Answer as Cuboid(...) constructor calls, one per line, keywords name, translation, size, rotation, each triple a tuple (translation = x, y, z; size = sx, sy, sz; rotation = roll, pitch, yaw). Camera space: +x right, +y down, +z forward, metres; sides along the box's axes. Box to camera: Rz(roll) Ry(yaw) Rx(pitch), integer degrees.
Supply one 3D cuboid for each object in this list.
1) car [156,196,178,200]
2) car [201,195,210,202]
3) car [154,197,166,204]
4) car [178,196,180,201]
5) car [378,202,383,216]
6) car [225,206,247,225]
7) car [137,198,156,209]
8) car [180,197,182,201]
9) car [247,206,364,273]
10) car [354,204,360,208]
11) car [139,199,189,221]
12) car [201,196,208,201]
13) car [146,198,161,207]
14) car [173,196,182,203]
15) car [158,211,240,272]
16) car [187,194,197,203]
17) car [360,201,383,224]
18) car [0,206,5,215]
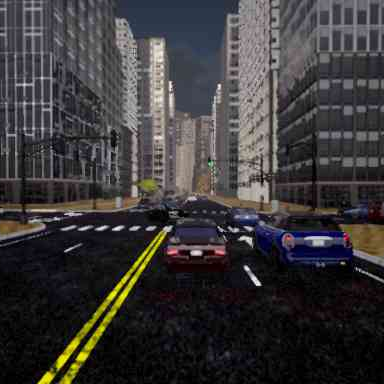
Cuboid(name="car", translation=(-3.309, 1.468, 45.204), size=(2.097, 1.767, 4.553), rotation=(0, 0, -1))
Cuboid(name="car", translation=(3.272, 1.778, 78.205), size=(1.895, 1.301, 4.718), rotation=(0, 0, 0))
Cuboid(name="car", translation=(-6.482, 1.710, 67.589), size=(2.033, 1.411, 5.357), rotation=(0, 0, 0))
Cuboid(name="car", translation=(-3.309, 1.661, 54.123), size=(1.812, 1.442, 4.674), rotation=(0, 0, 0))
Cuboid(name="car", translation=(21.819, 1.756, 33.868), size=(4.829, 1.417, 1.752), rotation=(1, 0, 1))
Cuboid(name="car", translation=(3.352, 1.684, 22.847), size=(2.033, 1.411, 5.357), rotation=(0, -2, 0))
Cuboid(name="car", translation=(-6.581, 1.625, 47.038), size=(1.837, 1.490, 4.892), rotation=(0, 0, 0))
Cuboid(name="car", translation=(-3.232, 1.757, 64.099), size=(1.895, 1.301, 4.718), rotation=(0, 0, 0))
Cuboid(name="car", translation=(3.353, 1.382, 10.936), size=(2.097, 1.767, 4.553), rotation=(0, 0, 0))
Cuboid(name="car", translation=(16.641, 1.767, 31.358), size=(5.357, 1.411, 2.033), rotation=(1, 1, 1))
Cuboid(name="car", translation=(-2.030, 1.621, 25.614), size=(2.128, 1.511, 4.902), rotation=(1, 0, -29))
Cuboid(name="car", translation=(3.275, 1.699, 88.024), size=(1.837, 1.490, 4.892), rotation=(0, 0, 0))
Cuboid(name="car", translation=(-6.544, 1.689, 56.918), size=(2.033, 1.411, 5.357), rotation=(0, 0, 0))
Cuboid(name="car", translation=(-3.229, 1.675, 74.178), size=(1.837, 1.490, 4.892), rotation=(0, 0, 0))
Cuboid(name="car", translation=(0.108, 1.577, 10.804), size=(2.033, 1.411, 5.357), rotation=(0, 0, 0))
Cuboid(name="car", translation=(0.022, 1.406, 77.365), size=(2.150, 2.045, 5.566), rotation=(0, 0, 0))
Cuboid(name="car", translation=(16.208, 1.605, 25.584), size=(5.009, 1.841, 2.192), rotation=(1, 0, 1))
Cuboid(name="car", translation=(-18.820, 1.437, 28.757), size=(4.902, 1.511, 2.128), rotation=(1, 1, 1))
